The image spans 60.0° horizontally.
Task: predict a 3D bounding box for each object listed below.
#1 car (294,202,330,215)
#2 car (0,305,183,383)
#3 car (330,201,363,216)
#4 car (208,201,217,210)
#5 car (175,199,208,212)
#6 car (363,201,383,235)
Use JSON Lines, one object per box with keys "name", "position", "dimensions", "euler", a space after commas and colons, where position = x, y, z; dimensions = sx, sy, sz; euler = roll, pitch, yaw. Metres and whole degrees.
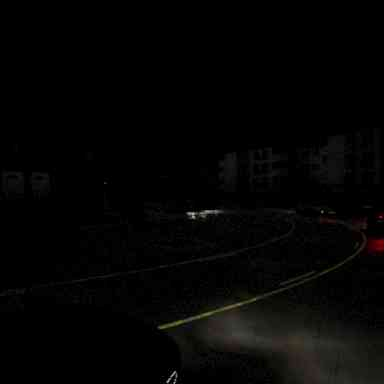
{"name": "car", "position": [12.879, 1.751, 36.019], "dimensions": [1.895, 1.301, 4.718], "euler": [0, 0, -10]}
{"name": "car", "position": [-2.350, 1.474, 2.101], "dimensions": [5.008, 1.535, 1.882], "euler": [1, 0, -36]}
{"name": "car", "position": [16.580, 1.650, 33.970], "dimensions": [2.128, 1.511, 4.902], "euler": [0, 0, -5]}
{"name": "car", "position": [1.247, 1.681, 45.396], "dimensions": [2.033, 1.411, 5.357], "euler": [0, 0, -32]}
{"name": "car", "position": [-0.406, 1.593, 41.184], "dimensions": [1.882, 1.535, 5.008], "euler": [1, 0, -30]}
{"name": "car", "position": [11.366, 1.449, 19.040], "dimensions": [2.097, 1.767, 4.553], "euler": [0, 0, 22]}
